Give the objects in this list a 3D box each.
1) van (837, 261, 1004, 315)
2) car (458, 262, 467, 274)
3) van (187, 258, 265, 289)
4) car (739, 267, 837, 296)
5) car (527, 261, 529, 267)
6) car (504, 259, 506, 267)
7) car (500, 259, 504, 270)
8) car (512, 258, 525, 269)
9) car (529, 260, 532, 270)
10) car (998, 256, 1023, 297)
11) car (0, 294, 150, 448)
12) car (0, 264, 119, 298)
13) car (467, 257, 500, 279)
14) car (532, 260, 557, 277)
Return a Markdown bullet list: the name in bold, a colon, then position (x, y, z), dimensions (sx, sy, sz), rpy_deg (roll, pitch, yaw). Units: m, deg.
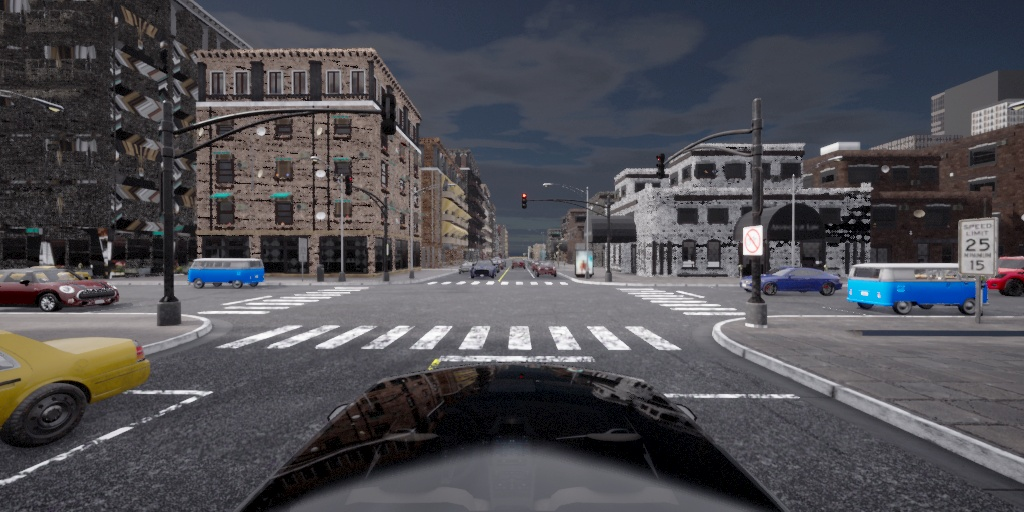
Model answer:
- **van**: position (14.851, 1.156, 13.208), dimensions (3.998, 1.789, 1.690), rpy_deg (0, 0, 1)
- **car**: position (-5.023, 1.310, 40.939), dimensions (2.007, 1.370, 4.403), rpy_deg (0, 0, 1)
- **van**: position (-17.426, 1.030, 21.903), dimensions (3.998, 1.789, 1.690), rpy_deg (0, 0, 1)
- **car**: position (14.691, 1.298, 18.993), dimensions (4.674, 1.442, 1.812), rpy_deg (0, 0, 2)
- **car**: position (3.552, 1.321, 52.199), dimensions (2.007, 1.370, 4.403), rpy_deg (0, 0, 1)
- **car**: position (-2.217, 1.297, 53.014), dimensions (1.812, 1.442, 4.674), rpy_deg (0, 0, 1)
- **car**: position (-2.393, 1.253, 43.054), dimensions (2.128, 1.511, 4.902), rpy_deg (0, 0, 1)
- **car**: position (1.071, 1.129, 58.584), dimensions (2.097, 1.767, 4.553), rpy_deg (0, 0, 1)
- **car**: position (3.454, 1.347, 46.503), dimensions (1.802, 1.307, 4.207), rpy_deg (0, 0, 1)
- **car**: position (26.771, 1.025, 18.876), dimensions (5.566, 2.045, 2.150), rpy_deg (0, 0, 0)
- **car**: position (-5.680, 1.275, 2.623), dimensions (1.751, 1.417, 4.829), rpy_deg (0, 0, 1)
- **car**: position (-17.526, 1.190, 13.523), dimensions (4.097, 1.591, 1.967), rpy_deg (0, 0, 1)
- **car**: position (-2.564, 1.106, 33.147), dimensions (2.097, 1.767, 4.553), rpy_deg (0, 0, 1)
- **car**: position (3.259, 1.195, 35.111), dimensions (1.967, 1.591, 4.097), rpy_deg (0, 0, 1)
